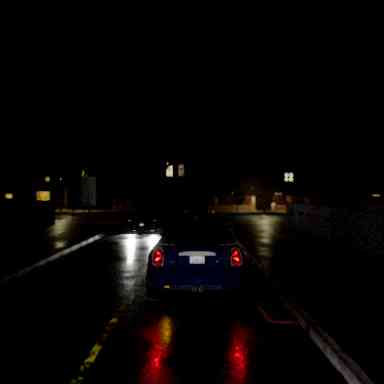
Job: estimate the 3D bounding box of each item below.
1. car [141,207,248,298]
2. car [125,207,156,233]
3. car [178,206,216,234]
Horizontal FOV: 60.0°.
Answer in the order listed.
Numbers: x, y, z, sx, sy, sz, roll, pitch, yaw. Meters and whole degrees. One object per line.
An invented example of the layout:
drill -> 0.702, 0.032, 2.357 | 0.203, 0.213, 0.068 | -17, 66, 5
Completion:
car -> 0.103, 1.368, 8.713 | 2.097, 1.767, 4.553 | 0, 0, 0
car -> -2.739, 1.605, 20.057 | 1.994, 1.385, 4.181 | 0, 0, 0
car -> 0.428, 1.606, 20.376 | 1.994, 1.385, 4.181 | 0, 0, 5
